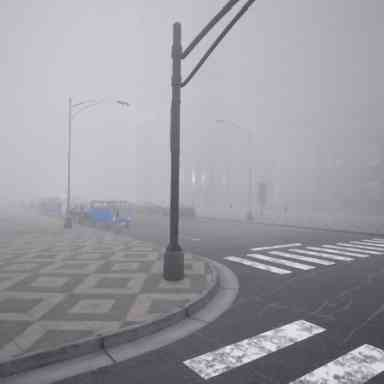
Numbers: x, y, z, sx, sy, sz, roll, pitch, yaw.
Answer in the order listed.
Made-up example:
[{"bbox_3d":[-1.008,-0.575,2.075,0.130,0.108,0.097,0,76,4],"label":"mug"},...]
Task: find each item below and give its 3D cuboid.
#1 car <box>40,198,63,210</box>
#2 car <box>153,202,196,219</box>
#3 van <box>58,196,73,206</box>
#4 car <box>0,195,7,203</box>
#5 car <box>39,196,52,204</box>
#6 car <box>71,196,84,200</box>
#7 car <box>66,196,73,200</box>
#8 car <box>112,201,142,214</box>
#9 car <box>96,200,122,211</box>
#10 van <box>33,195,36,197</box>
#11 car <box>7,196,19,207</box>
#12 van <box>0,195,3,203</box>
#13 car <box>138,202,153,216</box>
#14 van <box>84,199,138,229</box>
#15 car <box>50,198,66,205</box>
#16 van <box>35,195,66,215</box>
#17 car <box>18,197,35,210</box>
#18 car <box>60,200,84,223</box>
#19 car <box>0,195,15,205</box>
[{"bbox_3d":[-19.707,1.658,46.508,1.837,1.490,4.892,1,-1,-35],"label":"car"},{"bbox_3d":[-1.446,1.710,30.681,1.887,1.381,4.507,1,-1,-35],"label":"car"},{"bbox_3d":[-23.779,1.654,62.261,1.690,1.788,3.998,1,-1,-35],"label":"van"},{"bbox_3d":[-43.515,1.564,75.391,2.192,1.841,5.009,1,-1,-35],"label":"car"},{"bbox_3d":[-33.352,1.818,75.793,1.967,1.590,4.097,1,-1,-35],"label":"car"},{"bbox_3d":[-17.399,1.815,53.237,1.887,1.381,4.507,1,-1,-35],"label":"car"},{"bbox_3d":[-20.588,1.607,57.750,2.192,1.841,5.009,1,-1,-35],"label":"car"},{"bbox_3d":[-7.827,1.751,39.703,1.887,1.381,4.507,1,-1,-35],"label":"car"},{"bbox_3d":[-11.116,1.754,44.353,1.752,1.417,4.829,1,-1,-35],"label":"car"},{"bbox_3d":[-36.541,1.740,80.304,1.690,1.788,3.998,1,-1,-35],"label":"van"},{"bbox_3d":[-27.573,1.692,52.830,2.008,1.369,4.403,1,-1,-35],"label":"car"},{"bbox_3d":[-46.704,1.612,79.903,1.690,1.788,3.998,1,-1,-35],"label":"van"},{"bbox_3d":[-4.637,1.730,35.192,1.887,1.381,4.507,1,-1,-35],"label":"car"},{"bbox_3d":[-5.250,1.335,21.249,1.690,1.788,3.998,1,-1,-35],"label":"van"},{"bbox_3d":[-26.972,1.885,66.770,2.008,1.369,4.403,1,-1,-35],"label":"car"},{"bbox_3d":[-14.816,1.397,34.785,1.690,1.788,3.998,1,-1,-35],"label":"van"},{"bbox_3d":[-21.196,1.680,43.806,1.802,1.307,4.206,1,-1,-35],"label":"car"},{"bbox_3d":[-8.441,1.559,25.759,1.887,1.381,4.507,1,-1,-35],"label":"car"},{"bbox_3d":[-37.041,1.730,66.227,1.752,1.417,4.829,1,-1,-35],"label":"car"}]
